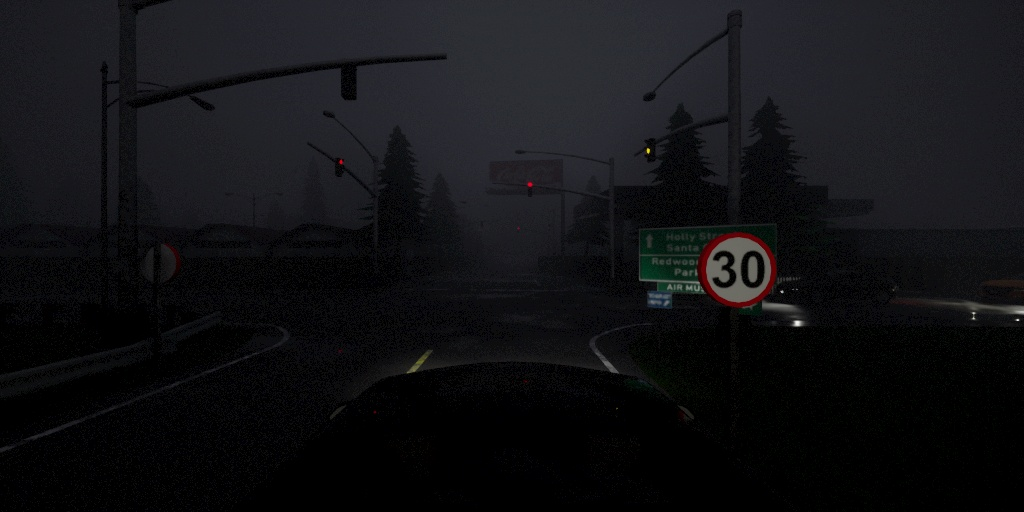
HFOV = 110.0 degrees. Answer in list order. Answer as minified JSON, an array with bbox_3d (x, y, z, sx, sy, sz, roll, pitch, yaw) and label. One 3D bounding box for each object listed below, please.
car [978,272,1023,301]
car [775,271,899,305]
[{"bbox_3d":[25.131,1.419,16.803,5.008,1.535,1.882,0,0,1],"label":"car"},{"bbox_3d":[15.195,1.446,16.931,4.892,1.490,1.837,0,0,1],"label":"car"}]
